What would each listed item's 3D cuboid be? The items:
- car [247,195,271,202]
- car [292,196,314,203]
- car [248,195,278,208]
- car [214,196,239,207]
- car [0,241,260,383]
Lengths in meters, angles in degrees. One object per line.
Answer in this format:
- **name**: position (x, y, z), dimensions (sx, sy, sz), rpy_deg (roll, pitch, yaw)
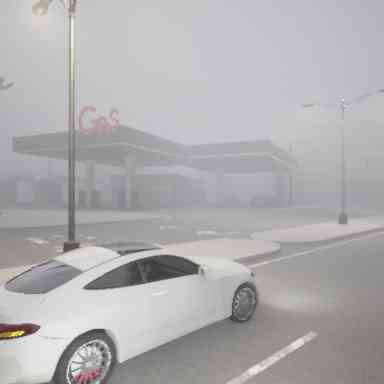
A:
- **car**: position (14.686, 1.369, 72.771), dimensions (1.837, 1.490, 4.892), rpy_deg (0, 0, -44)
- **car**: position (21.678, 1.424, 65.654), dimensions (1.812, 1.442, 4.674), rpy_deg (0, 0, -44)
- **car**: position (9.505, 1.217, 44.123), dimensions (4.611, 1.667, 2.242), rpy_deg (0, 0, -43)
- **car**: position (4.994, 1.361, 47.761), dimensions (3.806, 1.475, 1.970), rpy_deg (0, 0, -43)
- **car**: position (-0.834, 1.512, 5.171), dimensions (4.674, 1.442, 1.812), rpy_deg (0, 0, -45)
